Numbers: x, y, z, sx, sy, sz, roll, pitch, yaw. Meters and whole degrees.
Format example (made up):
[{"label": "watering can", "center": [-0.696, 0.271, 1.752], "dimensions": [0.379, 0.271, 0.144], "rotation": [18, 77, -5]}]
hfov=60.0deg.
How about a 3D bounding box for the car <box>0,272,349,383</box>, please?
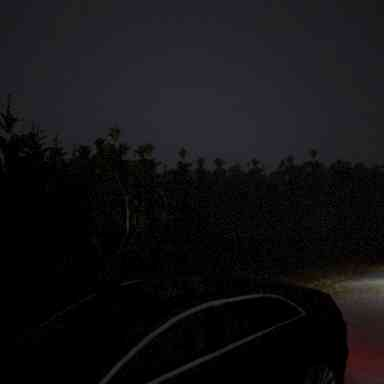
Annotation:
[{"label": "car", "center": [-0.399, 1.652, 3.149], "dimensions": [4.902, 1.511, 2.128], "rotation": [0, -3, -38]}]
